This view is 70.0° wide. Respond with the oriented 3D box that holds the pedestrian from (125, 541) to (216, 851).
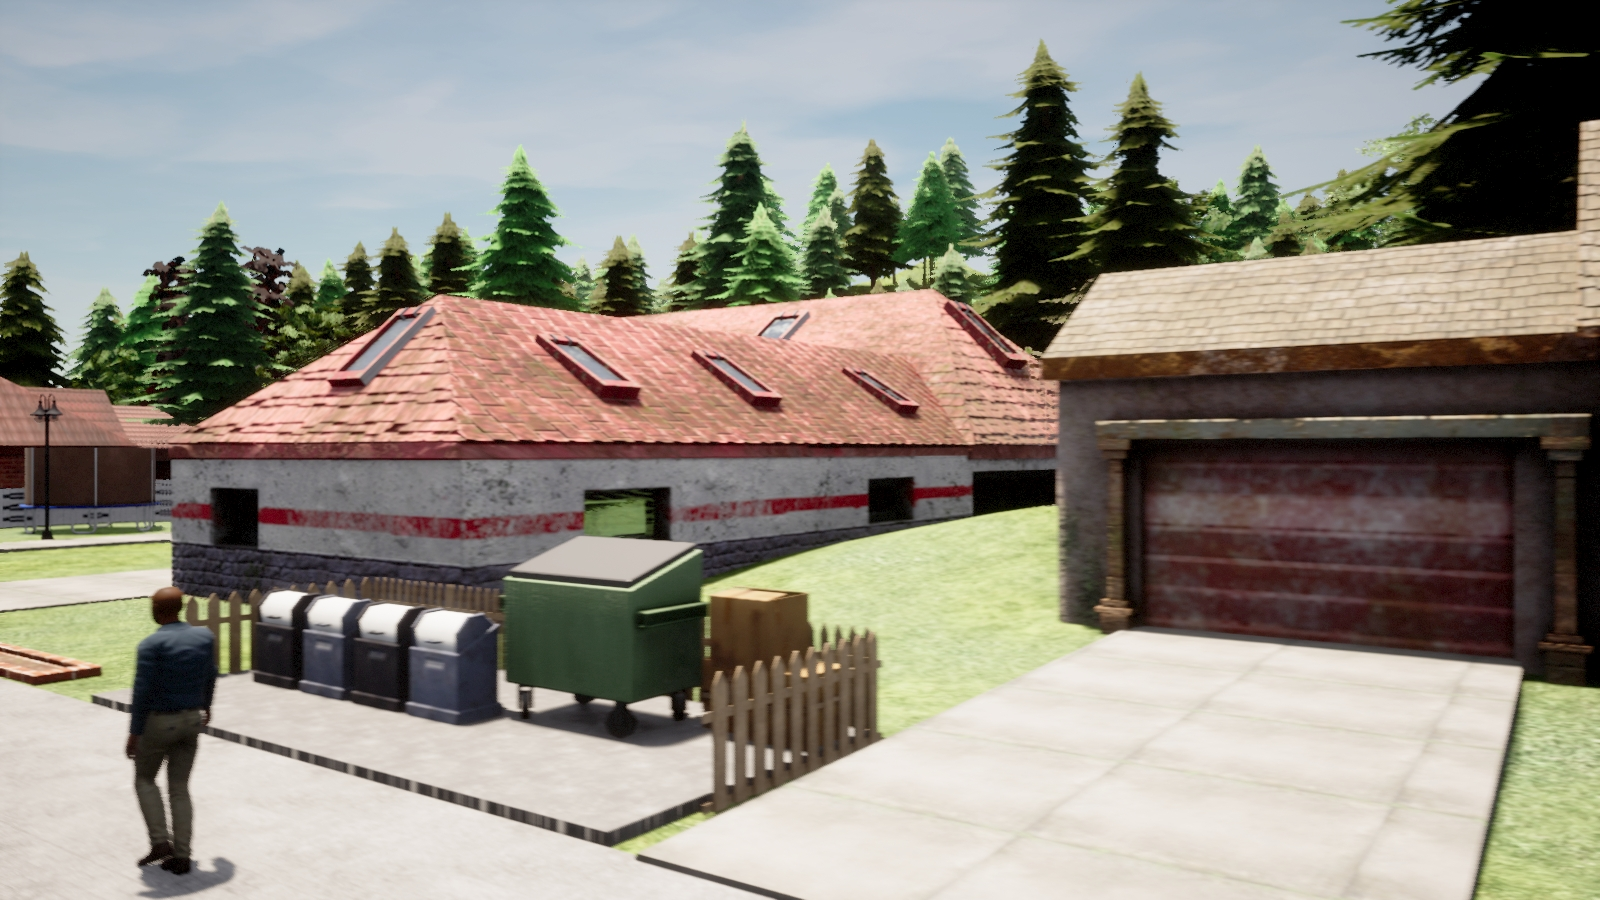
[{"bbox_3d":[-3.989,1.526,7.249,0.375,1.860,0.375,0,0,34],"label":"pedestrian"}]
